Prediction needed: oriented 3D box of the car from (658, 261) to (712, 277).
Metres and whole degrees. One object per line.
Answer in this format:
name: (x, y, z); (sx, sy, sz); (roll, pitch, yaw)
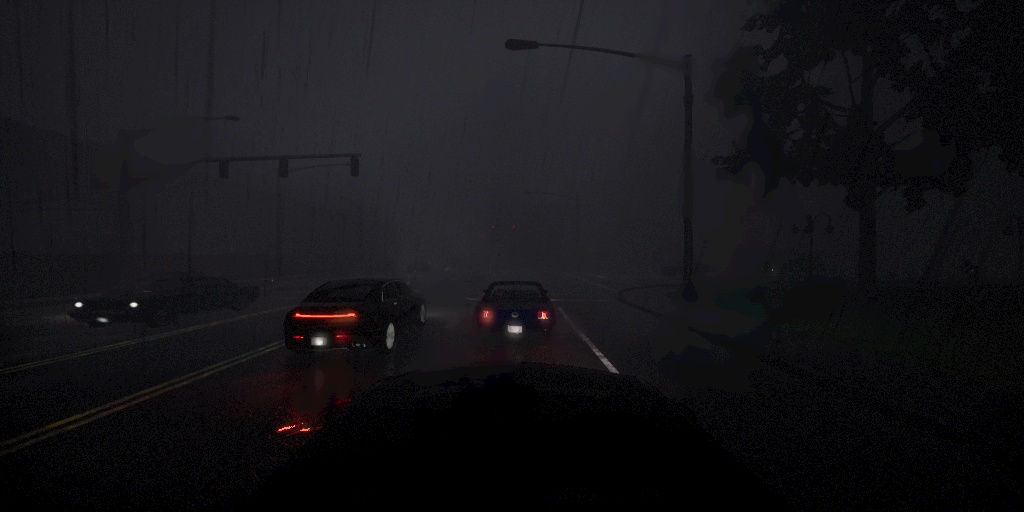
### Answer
car: (16.628, 1.242, 34.571); (4.902, 1.511, 2.128); (0, 0, -1)

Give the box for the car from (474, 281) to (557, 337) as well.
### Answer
car: (0.098, 1.351, 10.229); (1.895, 1.301, 4.718); (0, 0, 0)

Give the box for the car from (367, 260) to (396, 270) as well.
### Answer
car: (-14.031, 1.241, 38.821); (1.837, 1.490, 4.892); (0, 0, 0)

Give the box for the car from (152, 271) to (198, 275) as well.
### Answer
car: (-14.076, 1.314, 14.920); (1.994, 1.385, 4.181); (0, 0, 0)

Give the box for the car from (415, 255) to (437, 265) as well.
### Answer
car: (-13.983, 0.834, 57.168); (2.150, 2.045, 5.566); (0, 2, 0)

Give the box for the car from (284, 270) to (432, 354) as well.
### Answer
car: (-3.405, 1.255, 8.741); (1.837, 1.490, 4.892); (0, 0, 0)

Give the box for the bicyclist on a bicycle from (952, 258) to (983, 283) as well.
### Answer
bicyclist on a bicycle: (31.008, 0.974, 24.442); (0.582, 1.620, 1.656); (0, 0, -1)

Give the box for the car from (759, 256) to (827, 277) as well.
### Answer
car: (27.267, 0.971, 34.825); (5.566, 2.045, 2.150); (0, 0, -1)

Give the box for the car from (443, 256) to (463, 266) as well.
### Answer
car: (-10.439, 1.135, 64.206); (1.895, 1.301, 4.718); (0, 1, 0)

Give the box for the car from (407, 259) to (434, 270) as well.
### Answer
car: (-10.526, 1.328, 41.200); (1.895, 1.301, 4.718); (0, 0, 0)

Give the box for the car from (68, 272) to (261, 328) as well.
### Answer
car: (-10.582, 1.351, 11.493); (1.895, 1.301, 4.718); (0, 0, 0)
